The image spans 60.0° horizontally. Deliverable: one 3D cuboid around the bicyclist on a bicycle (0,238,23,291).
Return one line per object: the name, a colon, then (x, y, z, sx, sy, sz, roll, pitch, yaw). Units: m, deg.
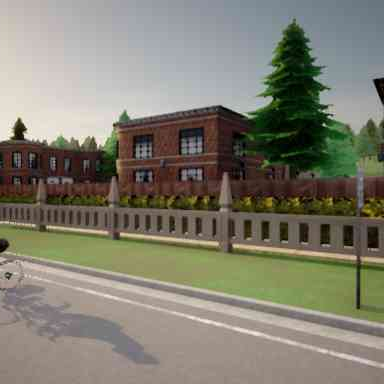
bicyclist on a bicycle: (-4.433, 1.438, 7.124, 0.582, 1.620, 1.656, 0, 2, 34)
